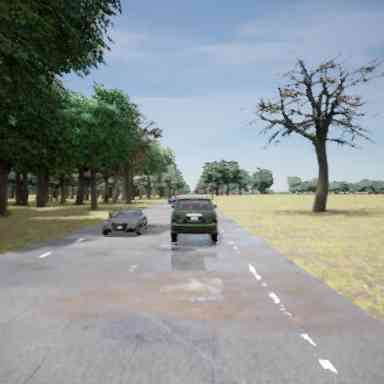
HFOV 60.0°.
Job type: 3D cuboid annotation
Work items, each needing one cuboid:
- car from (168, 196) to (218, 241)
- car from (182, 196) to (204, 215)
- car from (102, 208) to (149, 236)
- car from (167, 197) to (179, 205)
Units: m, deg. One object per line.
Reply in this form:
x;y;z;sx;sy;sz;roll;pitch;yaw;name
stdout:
0.118;1.227;16.862;2.150;2.045;5.566;0;0;0;car
0.113;1.356;34.896;2.097;1.767;4.553;0;0;0;car
-3.592;1.570;18.487;1.994;1.385;4.181;0;0;0;car
-3.479;1.676;61.806;1.895;1.301;4.718;0;0;0;car
